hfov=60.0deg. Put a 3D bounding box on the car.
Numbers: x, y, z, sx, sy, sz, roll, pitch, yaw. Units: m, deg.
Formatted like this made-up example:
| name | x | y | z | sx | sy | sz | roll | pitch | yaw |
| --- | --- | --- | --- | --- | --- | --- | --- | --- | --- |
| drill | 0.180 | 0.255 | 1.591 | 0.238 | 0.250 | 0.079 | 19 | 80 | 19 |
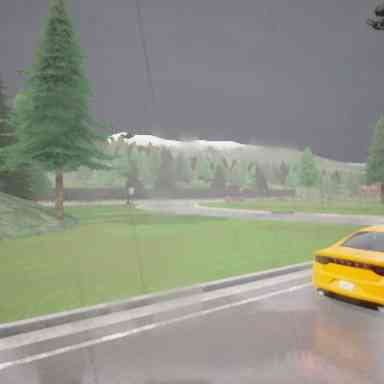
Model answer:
| name | x | y | z | sx | sy | sz | roll | pitch | yaw |
| --- | --- | --- | --- | --- | --- | --- | --- | --- | --- |
| car | 4.700 | 1.463 | 7.206 | 5.008 | 1.535 | 1.882 | 0 | 0 | -35 |
